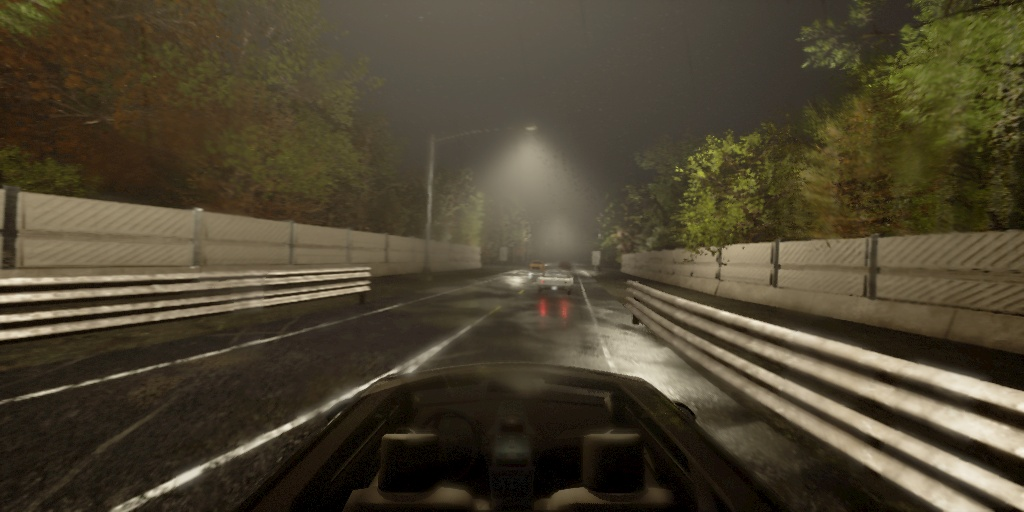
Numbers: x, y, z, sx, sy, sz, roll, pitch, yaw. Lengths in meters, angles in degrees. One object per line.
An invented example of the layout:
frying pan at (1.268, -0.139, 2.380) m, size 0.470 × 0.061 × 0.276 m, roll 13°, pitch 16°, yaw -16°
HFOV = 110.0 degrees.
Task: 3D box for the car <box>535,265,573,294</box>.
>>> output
car at (2.662, 1.460, 21.422) m, size 1.895 × 1.301 × 4.718 m, roll 2°, pitch 0°, yaw 9°

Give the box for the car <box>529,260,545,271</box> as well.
car at (3.491, 1.348, 48.779) m, size 1.882 × 1.535 × 5.008 m, roll 3°, pitch 0°, yaw 10°

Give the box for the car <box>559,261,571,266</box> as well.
car at (8.428, 1.552, 56.903) m, size 1.882 × 1.535 × 5.008 m, roll 2°, pitch 0°, yaw 10°
